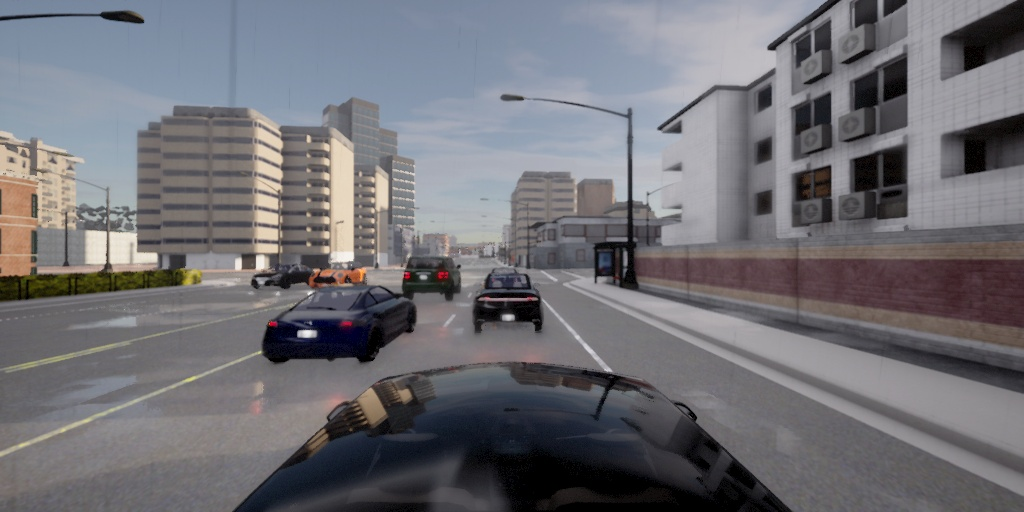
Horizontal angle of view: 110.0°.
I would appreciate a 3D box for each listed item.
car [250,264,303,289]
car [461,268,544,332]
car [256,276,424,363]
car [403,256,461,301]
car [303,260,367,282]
[{"bbox_3d":[-14.625,1.288,23.210,2.128,1.511,4.902,0,0,-3],"label":"car"},{"bbox_3d":[-0.135,1.260,10.987,2.128,1.511,4.902,0,0,-1],"label":"car"},{"bbox_3d":[-3.576,1.327,8.233,1.994,1.385,4.181,0,0,-1],"label":"car"},{"bbox_3d":[-3.809,1.003,17.755,2.150,2.045,5.566,0,0,-2],"label":"car"},{"bbox_3d":[-11.126,1.143,23.262,2.097,1.767,4.553,0,0,-3],"label":"car"}]
